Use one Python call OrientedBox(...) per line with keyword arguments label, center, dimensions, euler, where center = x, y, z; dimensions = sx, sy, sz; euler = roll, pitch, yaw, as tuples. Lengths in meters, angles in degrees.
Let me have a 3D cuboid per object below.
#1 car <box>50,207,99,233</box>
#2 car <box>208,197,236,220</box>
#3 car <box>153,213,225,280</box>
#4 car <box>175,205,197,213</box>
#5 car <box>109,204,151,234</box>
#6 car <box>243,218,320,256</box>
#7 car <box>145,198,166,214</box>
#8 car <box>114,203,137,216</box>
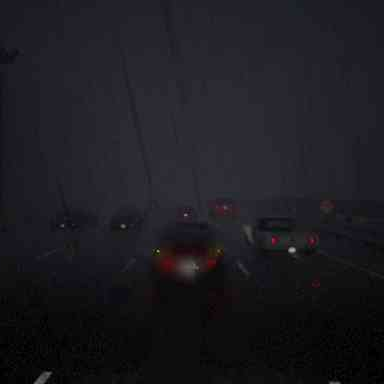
OrientedBox(label="car", center=(-7.380, 1.725, 21.253), dimensions=(2.128, 1.511, 4.902), euler=(0, -1, -1))
OrientedBox(label="car", center=(2.864, 1.534, 31.987), dimensions=(2.150, 2.045, 5.566), euler=(0, -1, -2))
OrientedBox(label="car", center=(-0.112, 1.588, 9.992), dimensions=(1.812, 1.442, 4.674), euler=(0, -1, -1))
OrientedBox(label="car", center=(-0.560, 1.856, 28.977), dimensions=(1.994, 1.385, 4.181), euler=(0, -1, -1))
OrientedBox(label="car", center=(-3.871, 1.731, 20.682), dimensions=(1.812, 1.442, 4.674), euler=(0, -1, -2))
OrientedBox(label="car", center=(3.309, 1.680, 13.385), dimensions=(1.895, 1.301, 4.718), euler=(0, -1, -1))
OrientedBox(label="car", center=(-4.303, 1.667, 39.219), dimensions=(2.150, 2.045, 5.566), euler=(0, 0, -1))
OrientedBox(label="car", center=(-7.814, 2.070, 39.687), dimensions=(1.895, 1.301, 4.718), euler=(0, -1, -1))
